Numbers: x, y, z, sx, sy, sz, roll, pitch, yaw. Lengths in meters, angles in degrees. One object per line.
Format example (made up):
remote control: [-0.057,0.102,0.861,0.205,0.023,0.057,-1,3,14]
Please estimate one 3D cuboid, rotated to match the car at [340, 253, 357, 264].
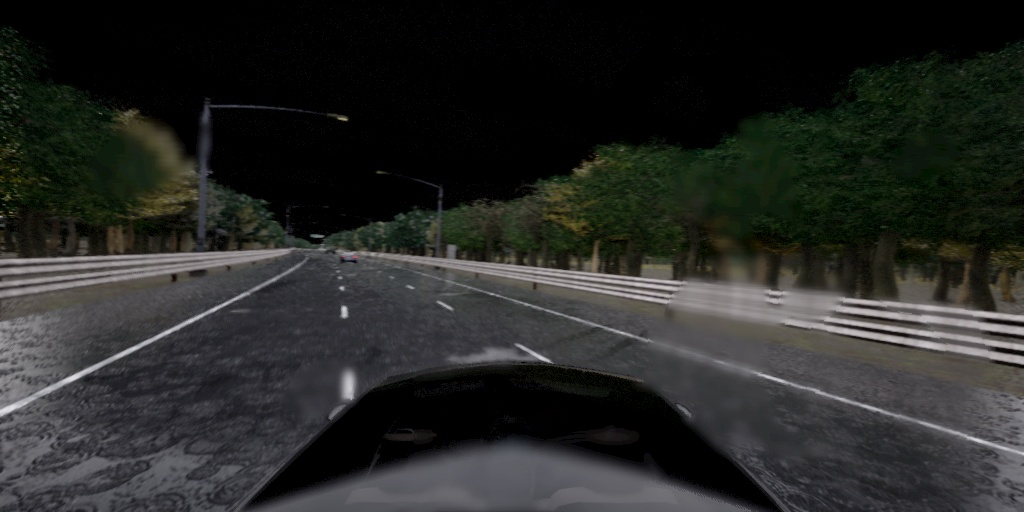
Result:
car: [-22.695,0.279,49.774,2.163,1.488,4.792,3,0,-28]
